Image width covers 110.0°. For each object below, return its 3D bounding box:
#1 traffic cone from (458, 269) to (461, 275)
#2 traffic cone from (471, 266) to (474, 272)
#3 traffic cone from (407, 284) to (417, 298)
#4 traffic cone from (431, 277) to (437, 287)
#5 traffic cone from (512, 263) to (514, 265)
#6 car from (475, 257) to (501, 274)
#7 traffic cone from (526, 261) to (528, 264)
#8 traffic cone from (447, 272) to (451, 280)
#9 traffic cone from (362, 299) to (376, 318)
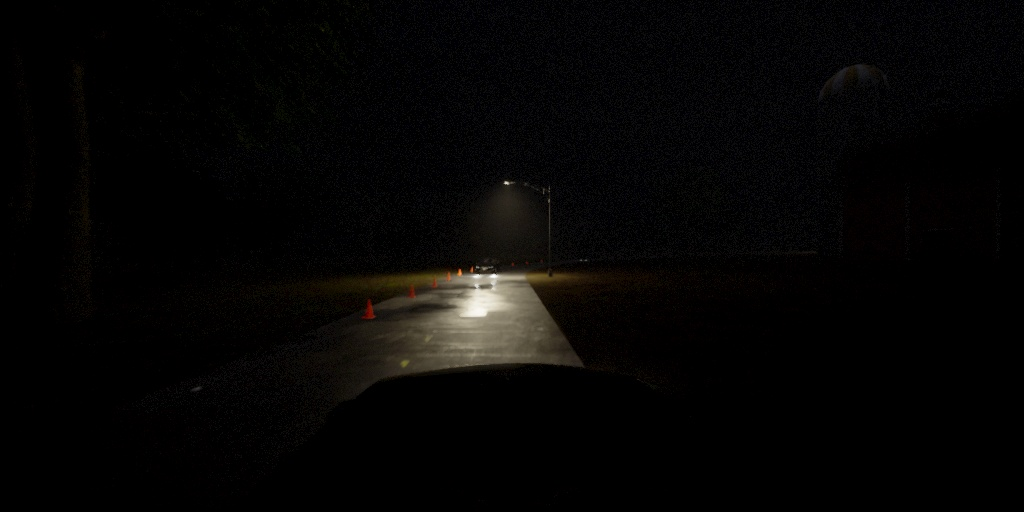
[{"bbox_3d":[-4.572,1.408,31.447,0.340,0.580,0.340,0,0,3],"label":"traffic cone"},{"bbox_3d":[-4.057,1.343,36.634,0.340,0.580,0.340,0,0,8],"label":"traffic cone"},{"bbox_3d":[-4.544,1.580,16.287,0.340,0.580,0.340,0,0,-1],"label":"traffic cone"},{"bbox_3d":[-4.596,1.523,21.287,0.340,0.580,0.340,0,0,-1],"label":"traffic cone"},{"bbox_3d":[0.144,1.061,51.655,0.340,0.580,0.340,0,0,23],"label":"traffic cone"},{"bbox_3d":[-2.212,0.911,34.361,1.837,1.490,4.892,-1,1,7],"label":"car"},{"bbox_3d":[2.394,0.939,56.357,0.340,0.580,0.340,0,0,28],"label":"traffic cone"},{"bbox_3d":[-4.649,1.467,26.286,0.340,0.580,0.340,0,0,-1],"label":"traffic cone"},{"bbox_3d":[-4.491,1.637,11.288,0.340,0.580,0.340,0,0,-1],"label":"traffic cone"}]
